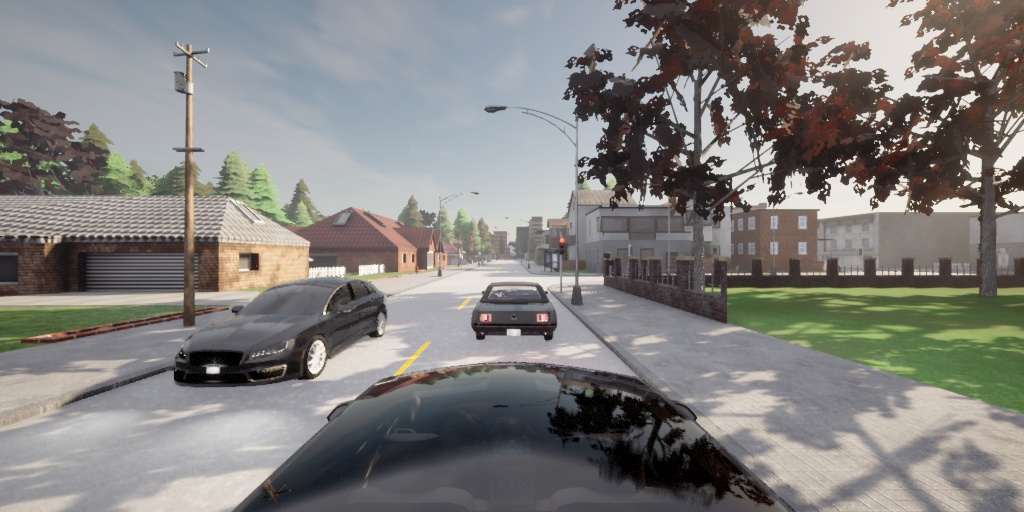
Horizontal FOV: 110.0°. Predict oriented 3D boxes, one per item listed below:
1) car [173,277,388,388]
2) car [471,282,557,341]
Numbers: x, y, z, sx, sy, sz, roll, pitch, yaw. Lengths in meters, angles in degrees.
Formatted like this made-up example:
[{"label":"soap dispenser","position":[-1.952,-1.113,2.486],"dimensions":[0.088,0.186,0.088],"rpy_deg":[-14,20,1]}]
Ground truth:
[{"label":"car","position":[-4.087,1.250,7.330],"dimensions":[1.837,1.490,4.892],"rpy_deg":[0,1,0]},{"label":"car","position":[0.078,1.351,9.906],"dimensions":[1.895,1.301,4.718],"rpy_deg":[0,0,1]}]
